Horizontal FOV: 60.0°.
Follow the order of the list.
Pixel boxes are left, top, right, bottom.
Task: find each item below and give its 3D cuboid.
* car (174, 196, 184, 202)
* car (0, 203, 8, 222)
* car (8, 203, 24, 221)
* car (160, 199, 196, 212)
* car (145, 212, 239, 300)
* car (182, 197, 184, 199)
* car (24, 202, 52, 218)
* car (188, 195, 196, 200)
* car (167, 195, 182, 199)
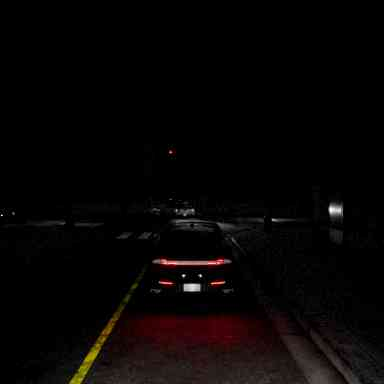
[{"bbox_3d":[-2.738,1.473,71.428,1.994,1.385,4.181,0,0,0],"label":"car"},{"bbox_3d":[-14.766,1.540,21.513,4.313,1.339,1.947,0,0,0],"label":"car"},{"bbox_3d":[-15.680,1.209,24.055,5.566,2.045,2.150,0,0,0],"label":"car"},{"bbox_3d":[-1.375,1.590,29.488,1.895,1.301,4.718,0,0,-21],"label":"car"},{"bbox_3d":[0.002,1.492,8.362,2.128,1.511,4.902,0,0,0],"label":"car"},{"bbox_3d":[-2.818,1.304,58.687,2.097,1.767,4.553,0,0,0],"label":"car"},{"bbox_3d":[-14.759,1.581,29.540,4.313,1.339,1.947,0,0,0],"label":"car"},{"bbox_3d":[0.014,1.451,81.385,1.812,1.442,4.674,0,0,0],"label":"car"},{"bbox_3d":[-2.843,1.517,45.330,2.033,1.411,5.357,0,0,0],"label":"car"}]
